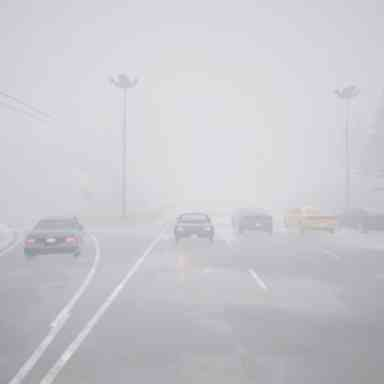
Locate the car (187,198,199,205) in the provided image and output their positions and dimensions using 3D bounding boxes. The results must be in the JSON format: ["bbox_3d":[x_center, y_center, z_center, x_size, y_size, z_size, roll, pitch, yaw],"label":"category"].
[{"bbox_3d":[0.005,2.119,71.525,1.994,1.385,4.181,0,0,2],"label":"car"}]

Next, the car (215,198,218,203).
[{"bbox_3d":[4.921,1.976,81.250,1.882,1.535,5.008,0,0,17],"label":"car"}]

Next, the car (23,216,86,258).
[{"bbox_3d":[-5.339,1.655,13.325,2.033,1.411,5.357,0,0,-16],"label":"car"}]

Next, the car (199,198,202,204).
[{"bbox_3d":[1.333,2.118,81.295,1.882,1.535,5.008,0,0,17],"label":"car"}]

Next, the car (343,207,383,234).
[{"bbox_3d":[10.592,1.641,20.500,1.882,1.535,5.008,0,0,0],"label":"car"}]

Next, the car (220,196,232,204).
[{"bbox_3d":[8.316,1.850,80.405,2.097,1.767,4.553,0,0,17],"label":"car"}]

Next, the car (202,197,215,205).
[{"bbox_3d":[3.500,2.064,71.228,1.837,1.490,4.892,0,0,2],"label":"car"}]

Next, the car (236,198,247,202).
[{"bbox_3d":[10.483,2.055,70.135,1.837,1.490,4.892,0,0,2],"label":"car"}]

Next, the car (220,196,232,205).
[{"bbox_3d":[6.989,2.082,70.522,1.812,1.442,4.674,0,0,2],"label":"car"}]

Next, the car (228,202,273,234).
[{"bbox_3d":[3.592,1.641,20.499,1.882,1.535,5.008,0,0,0],"label":"car"}]

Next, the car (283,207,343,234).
[{"bbox_3d":[7.093,1.641,20.505,1.882,1.535,5.008,0,0,0],"label":"car"}]

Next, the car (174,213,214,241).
[{"bbox_3d":[0.094,1.740,17.374,1.895,1.301,4.718,0,0,0],"label":"car"}]

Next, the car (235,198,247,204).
[{"bbox_3d":[11.950,2.131,80.413,2.033,1.411,5.357,0,0,17],"label":"car"}]
